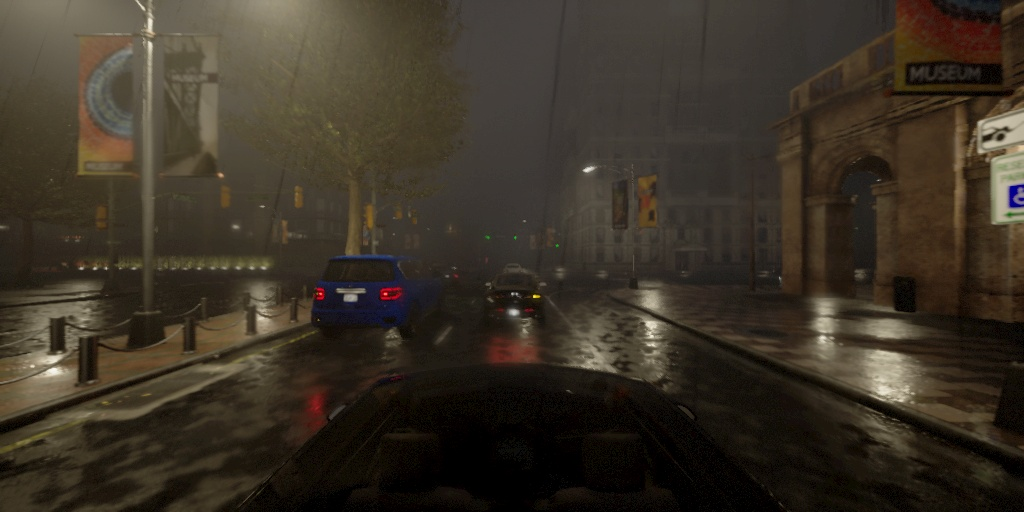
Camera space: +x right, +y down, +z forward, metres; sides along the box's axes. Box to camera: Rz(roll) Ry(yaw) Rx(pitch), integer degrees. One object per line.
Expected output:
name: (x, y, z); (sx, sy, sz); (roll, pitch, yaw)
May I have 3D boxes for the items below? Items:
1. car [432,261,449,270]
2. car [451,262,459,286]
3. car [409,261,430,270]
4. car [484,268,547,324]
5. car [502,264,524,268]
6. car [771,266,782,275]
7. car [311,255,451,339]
car: (-11.538, 1.532, 58.014); (1.812, 1.442, 4.674); (0, 0, 0)
car: (-5.361, 1.410, 26.264); (2.033, 1.411, 5.357); (0, 0, -24)
car: (-15.028, 1.556, 58.396); (2.033, 1.411, 5.357); (0, 0, 0)
car: (0.123, 1.302, 12.145); (1.837, 1.490, 4.892); (0, 0, 1)
car: (0.081, 1.417, 32.659); (1.812, 1.442, 4.674); (0, 0, 0)
car: (31.139, 1.426, 39.287); (4.892, 1.490, 1.837); (0, 0, 0)
car: (-3.426, 1.009, 10.325); (2.150, 2.045, 5.566); (0, 0, 0)
